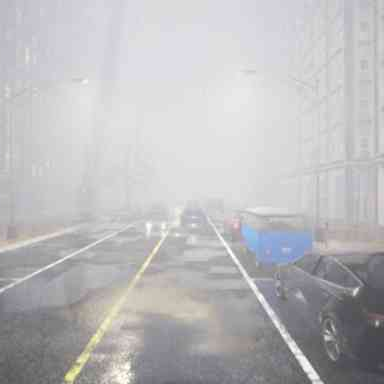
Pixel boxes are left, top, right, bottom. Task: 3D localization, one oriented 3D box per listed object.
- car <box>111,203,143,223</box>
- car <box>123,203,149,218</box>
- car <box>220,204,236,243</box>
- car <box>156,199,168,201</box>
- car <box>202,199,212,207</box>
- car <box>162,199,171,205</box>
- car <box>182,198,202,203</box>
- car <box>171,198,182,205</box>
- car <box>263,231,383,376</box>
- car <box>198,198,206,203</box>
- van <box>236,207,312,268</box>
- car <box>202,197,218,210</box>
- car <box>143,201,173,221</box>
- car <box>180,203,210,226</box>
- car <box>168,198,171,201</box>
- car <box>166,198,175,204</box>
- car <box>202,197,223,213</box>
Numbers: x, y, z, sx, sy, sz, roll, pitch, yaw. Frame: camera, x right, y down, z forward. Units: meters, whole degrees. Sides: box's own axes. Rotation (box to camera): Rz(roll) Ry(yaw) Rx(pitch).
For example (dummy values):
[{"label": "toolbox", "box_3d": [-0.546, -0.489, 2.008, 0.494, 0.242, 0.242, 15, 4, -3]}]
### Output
[{"label": "car", "box_3d": [-5.664, 1.771, 28.259, 1.752, 1.417, 4.829, 0, 0, 0]}, {"label": "car", "box_3d": [-5.659, 1.844, 34.122, 2.008, 1.369, 4.403, 0, 0, 0]}, {"label": "car", "box_3d": [2.708, 1.592, 17.029, 1.967, 1.590, 4.097, 0, 0, 0]}, {"label": "car", "box_3d": [-5.639, 2.028, 56.891, 2.008, 1.369, 4.403, 0, 0, 0]}, {"label": "car", "box_3d": [2.747, 2.049, 62.733, 1.752, 1.417, 4.829, 0, 0, 0]}, {"label": "car", "box_3d": [-5.624, 2.190, 73.966, 1.802, 1.307, 4.206, 0, 0, 0]}, {"label": "car", "box_3d": [0.135, 1.713, 42.173, 2.097, 1.767, 4.553, 0, 0, 0]}, {"label": "car", "box_3d": [-2.940, 2.096, 70.637, 2.033, 1.411, 5.357, 0, 0, 0]}, {"label": "car", "box_3d": [2.698, 1.618, 5.643, 1.947, 1.339, 4.313, 0, -1, 0]}, {"label": "car", "box_3d": [2.771, 2.301, 91.024, 1.947, 1.339, 4.313, 0, 0, 0]}, {"label": "van", "box_3d": [2.703, 1.443, 11.339, 1.690, 1.788, 3.998, 0, 0, 0]}, {"label": "car", "box_3d": [2.738, 1.748, 51.182, 2.192, 1.841, 5.009, 0, 0, 0]}, {"label": "car", "box_3d": [-3.073, 1.821, 29.720, 1.994, 1.385, 4.181, 0, 0, 0]}, {"label": "car", "box_3d": [0.122, 1.789, 25.718, 1.994, 1.385, 4.181, 0, 0, 0]}, {"label": "car", "box_3d": [-5.634, 2.087, 62.583, 1.947, 1.339, 4.313, 0, 0, 0]}, {"label": "car", "box_3d": [-5.615, 2.244, 85.351, 2.008, 1.369, 4.403, 0, 0, 0]}, {"label": "car", "box_3d": [2.728, 1.656, 39.798, 2.192, 1.841, 5.009, 0, 0, 0]}]
